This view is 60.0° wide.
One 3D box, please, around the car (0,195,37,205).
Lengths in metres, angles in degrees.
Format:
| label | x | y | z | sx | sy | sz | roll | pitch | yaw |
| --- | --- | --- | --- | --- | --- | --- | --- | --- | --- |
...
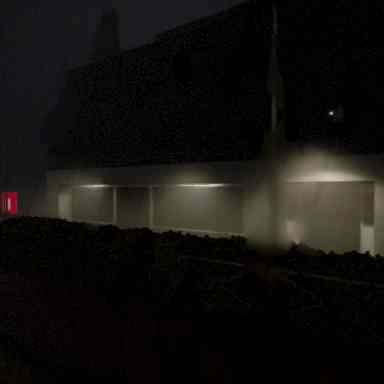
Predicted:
| label | x | y | z | sx | sy | sz | roll | pitch | yaw |
| --- | --- | --- | --- | --- | --- | --- | --- | --- | --- |
| car | -25.757 | 1.144 | 50.294 | 1.882 | 1.535 | 5.008 | 0 | 0 | 19 |

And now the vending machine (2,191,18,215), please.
| label | x | y | z | sx | sy | sz | roll | pitch | yaw |
| --- | --- | --- | --- | --- | --- | --- | --- | --- | --- |
| vending machine | -16.479 | 0.990 | 30.142 | 1.100 | 2.100 | 0.880 | 0 | 0 | -9 |
